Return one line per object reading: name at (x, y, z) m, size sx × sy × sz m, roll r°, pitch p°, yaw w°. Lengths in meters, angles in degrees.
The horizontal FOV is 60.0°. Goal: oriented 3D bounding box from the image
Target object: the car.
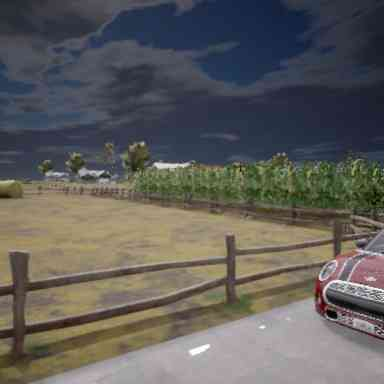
car at (4.320, 1.337, 6.124) m, size 4.553 × 1.767 × 2.097 m, roll 0°, pitch 0°, yaw -35°
